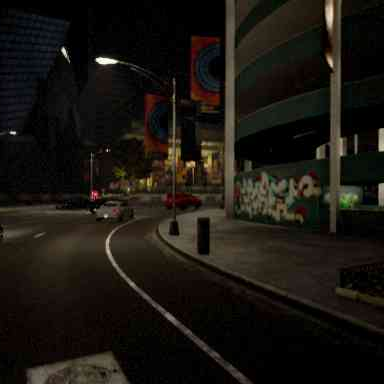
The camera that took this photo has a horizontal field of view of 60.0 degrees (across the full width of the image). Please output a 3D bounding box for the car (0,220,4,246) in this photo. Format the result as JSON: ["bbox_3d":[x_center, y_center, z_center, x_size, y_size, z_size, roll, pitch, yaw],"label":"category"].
[{"bbox_3d":[-8.020,1.422,11.610,2.128,1.511,4.902,0,0,-17],"label":"car"}]

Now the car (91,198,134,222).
[{"bbox_3d":[-5.767,1.418,25.295,1.812,1.442,4.674,0,0,4],"label":"car"}]

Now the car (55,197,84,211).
[{"bbox_3d":[-13.476,1.346,38.123,1.812,1.442,4.674,0,0,22],"label":"car"}]

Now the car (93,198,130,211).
[{"bbox_3d":[-9.346,1.397,39.001,1.994,1.385,4.181,0,0,24],"label":"car"}]

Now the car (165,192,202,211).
[{"bbox_3d":[-0.954,1.078,39.522,2.150,2.045,5.566,0,-1,31],"label":"car"}]

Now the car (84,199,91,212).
[{"bbox_3d":[-7.975,1.364,32.111,1.837,1.490,4.892,0,0,15],"label":"car"}]
